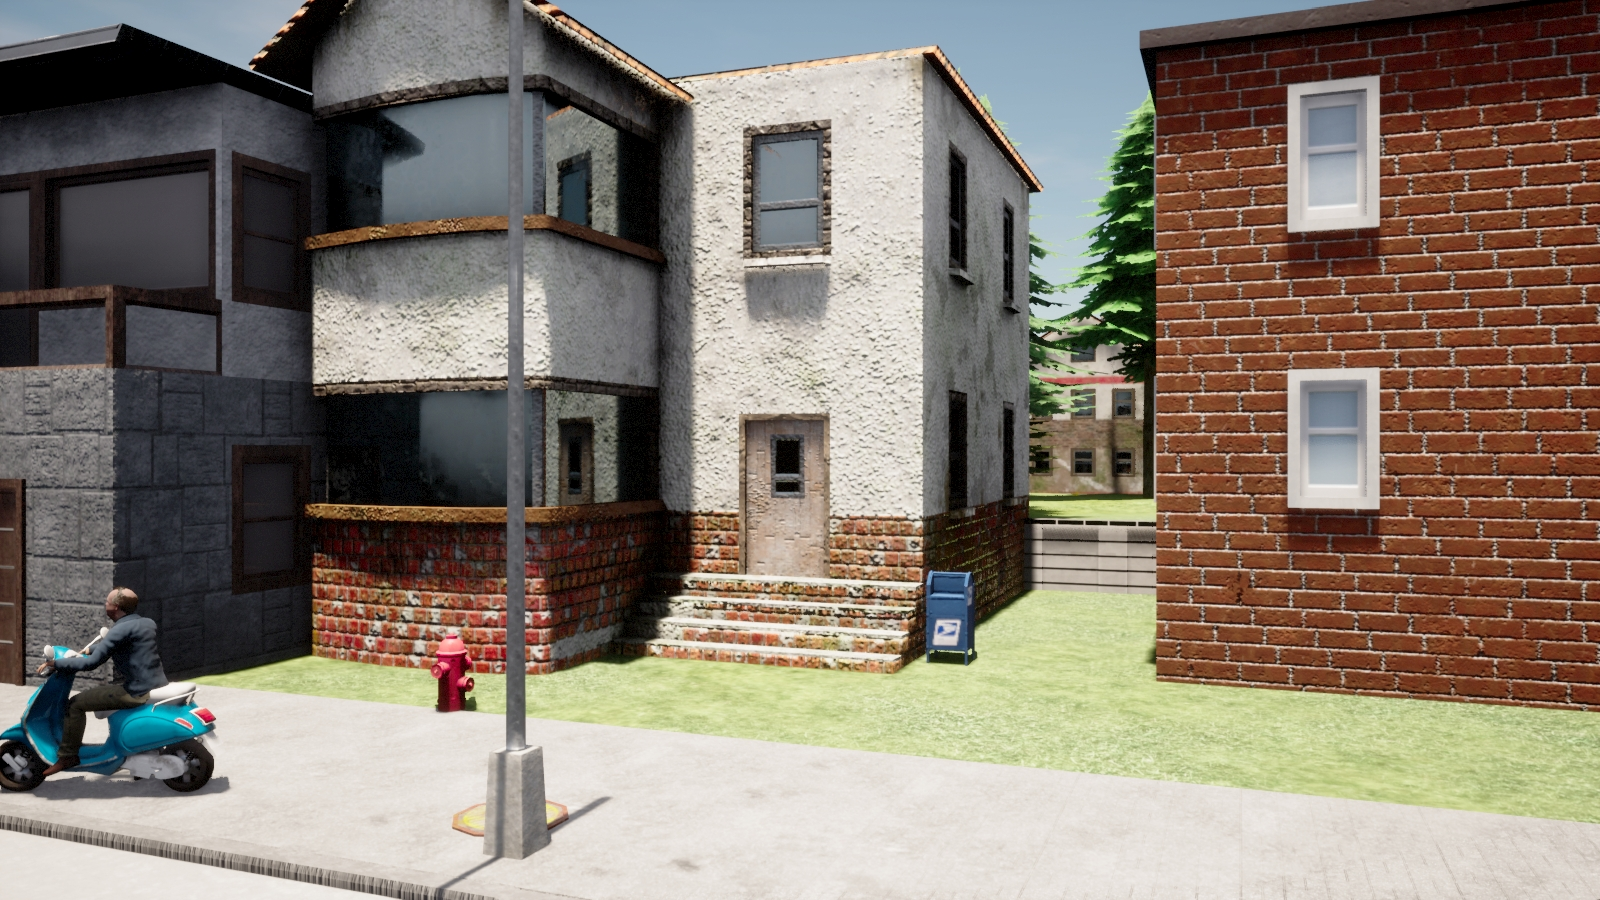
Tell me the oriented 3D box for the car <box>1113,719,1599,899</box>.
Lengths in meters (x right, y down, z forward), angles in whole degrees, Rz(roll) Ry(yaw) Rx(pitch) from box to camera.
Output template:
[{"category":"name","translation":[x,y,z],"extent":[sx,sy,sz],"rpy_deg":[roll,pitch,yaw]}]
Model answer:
[{"category":"car","translation":[2.810,1.802,2.917],"extent":[3.705,1.549,1.789],"rpy_deg":[0,0,21]}]

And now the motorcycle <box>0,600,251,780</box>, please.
[{"category":"motorcycle","translation":[-5.442,1.858,9.019],"extent":[1.805,1.236,0.856],"rpy_deg":[0,0,1]}]
